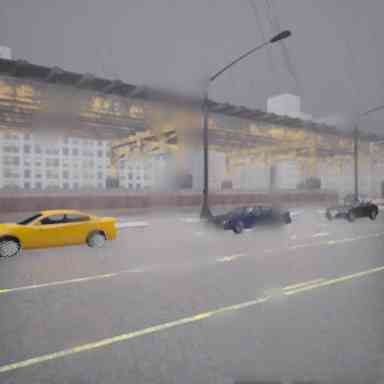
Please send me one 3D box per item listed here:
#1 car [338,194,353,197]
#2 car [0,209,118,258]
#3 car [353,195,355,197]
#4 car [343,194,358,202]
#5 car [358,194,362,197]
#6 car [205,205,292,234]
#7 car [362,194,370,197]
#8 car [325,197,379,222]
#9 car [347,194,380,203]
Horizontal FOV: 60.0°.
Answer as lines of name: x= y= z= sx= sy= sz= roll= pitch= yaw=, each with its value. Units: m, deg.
car: x=22.907 y=0.994 z=53.580 sx=4.536 sy=1.218 sz=1.853 roll=0 pitch=0 yaw=9
car: x=-5.429 y=1.456 z=12.974 sx=5.008 sy=1.535 sz=1.882 roll=0 pitch=0 yaw=-34
car: x=22.959 y=1.151 z=53.573 sx=4.974 sy=1.542 sz=2.038 roll=0 pitch=0 yaw=9
car: x=26.777 y=0.966 z=56.225 sx=1.853 sy=1.218 sz=4.536 roll=0 pitch=0 yaw=19
car: x=26.761 y=1.124 z=56.176 sx=2.038 sy=1.542 sz=4.974 roll=0 pitch=0 yaw=19
car: x=3.372 y=1.463 z=18.966 sx=5.357 sy=1.411 sz=2.033 roll=0 pitch=0 yaw=-34
car: x=30.699 y=0.935 z=59.845 sx=4.536 sy=1.218 sz=1.853 roll=0 pitch=0 yaw=-6
car: x=11.964 y=1.346 z=24.811 sx=4.902 sy=1.511 sz=2.128 roll=0 pitch=0 yaw=-34
car: x=30.751 y=1.092 z=59.851 sx=4.974 sy=1.542 sz=2.038 roll=0 pitch=0 yaw=-6
